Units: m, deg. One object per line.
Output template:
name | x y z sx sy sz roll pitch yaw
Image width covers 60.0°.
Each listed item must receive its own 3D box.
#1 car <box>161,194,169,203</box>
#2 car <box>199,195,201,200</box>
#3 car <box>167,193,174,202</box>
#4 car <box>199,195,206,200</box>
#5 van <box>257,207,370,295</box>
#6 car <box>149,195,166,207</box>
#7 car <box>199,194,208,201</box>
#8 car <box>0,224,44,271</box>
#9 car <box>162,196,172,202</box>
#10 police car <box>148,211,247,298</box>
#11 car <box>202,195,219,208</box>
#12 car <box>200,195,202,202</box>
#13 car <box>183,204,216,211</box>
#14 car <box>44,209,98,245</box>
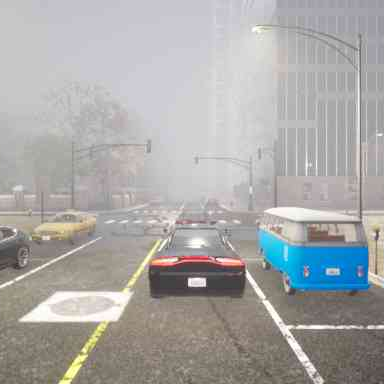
car | -5.623 1.520 57.904 2.008 1.369 4.403 0 0 0
car | 2.778 1.521 74.939 1.947 1.339 4.313 0 0 0
car | -5.608 1.276 69.271 2.192 1.841 5.009 0 0 0
car | 2.799 1.452 92.156 1.752 1.417 4.829 0 0 0
van | 2.783 1.337 8.408 1.690 1.788 3.998 0 0 0
car | -5.629 1.517 52.222 1.887 1.381 4.507 0 0 0
car | 2.786 1.388 80.620 1.967 1.590 4.097 0 0 0
car | -5.761 1.562 8.417 1.947 1.339 4.313 0 0 0
car | -5.603 1.537 74.953 1.802 1.307 4.206 0 0 0
police car | 0.106 1.501 8.593 2.038 1.542 4.974 0 0 0
car | 2.746 1.416 46.534 1.967 1.590 4.097 0 0 0
car | 2.752 1.538 52.214 1.947 1.339 4.313 0 0 0
car | 0.119 1.555 17.556 1.994 1.385 4.181 0 0 0
car | -5.801 1.518 15.651 1.752 1.417 4.829 0 0 0
